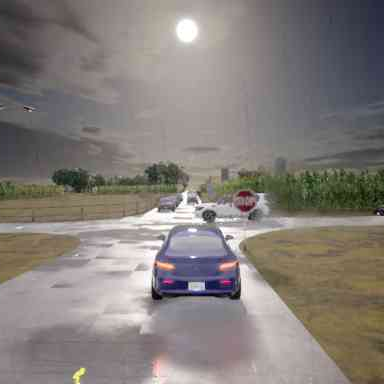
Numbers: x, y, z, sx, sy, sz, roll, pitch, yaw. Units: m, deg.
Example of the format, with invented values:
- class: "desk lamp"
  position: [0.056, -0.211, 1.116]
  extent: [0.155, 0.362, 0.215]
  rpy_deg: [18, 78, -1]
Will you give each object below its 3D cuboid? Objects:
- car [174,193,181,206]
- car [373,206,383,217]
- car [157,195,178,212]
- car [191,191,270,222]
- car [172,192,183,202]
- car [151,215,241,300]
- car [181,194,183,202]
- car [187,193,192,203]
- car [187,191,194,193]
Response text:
- class: "car"
  position: [-2.871, 1.288, 46.619]
  extent: [1.882, 1.535, 5.008]
  rpy_deg: [0, 0, 0]
- class: "car"
  position: [16.438, 1.184, 24.636]
  extent: [5.357, 1.411, 2.033]
  rpy_deg: [-1, 0, 0]
- class: "car"
  position: [-2.813, 1.386, 37.107]
  extent: [1.837, 1.490, 4.892]
  rpy_deg: [0, 0, -2]
- class: "car"
  position: [2.936, 1.156, 24.549]
  extent: [5.566, 2.045, 2.150]
  rpy_deg: [-1, 0, 0]
- class: "car"
  position: [-2.822, 0.978, 66.035]
  extent: [2.097, 1.767, 4.553]
  rpy_deg: [0, 1, 0]
- class: "car"
  position: [0.087, 1.525, 8.268]
  extent: [1.812, 1.442, 4.674]
  rpy_deg: [0, 0, 0]
- class: "car"
  position: [-2.862, 1.328, 56.234]
  extent: [1.895, 1.301, 4.718]
  rpy_deg: [0, 1, 0]
- class: "car"
  position: [0.066, 1.303, 58.769]
  extent: [1.895, 1.301, 4.718]
  rpy_deg: [0, 1, 0]
- class: "car"
  position: [-0.047, 0.681, 79.735]
  extent: [2.150, 2.045, 5.566]
  rpy_deg: [0, 1, 0]
